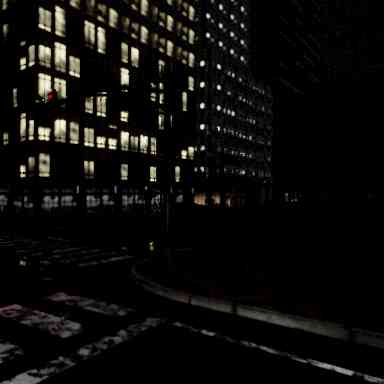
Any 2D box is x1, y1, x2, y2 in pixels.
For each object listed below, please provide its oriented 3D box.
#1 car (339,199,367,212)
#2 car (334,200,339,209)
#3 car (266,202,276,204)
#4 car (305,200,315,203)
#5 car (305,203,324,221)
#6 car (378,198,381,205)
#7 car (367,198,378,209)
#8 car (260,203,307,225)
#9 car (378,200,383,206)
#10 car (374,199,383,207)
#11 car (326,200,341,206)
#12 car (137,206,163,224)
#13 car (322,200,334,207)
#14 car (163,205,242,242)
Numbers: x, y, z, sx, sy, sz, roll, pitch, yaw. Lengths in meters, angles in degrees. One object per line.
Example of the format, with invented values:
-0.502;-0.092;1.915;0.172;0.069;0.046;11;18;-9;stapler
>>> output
24.529;1.997;50.489;2.192;1.841;5.009;0;-1;37;car
26.756;2.208;57.813;1.882;1.535;5.008;0;0;37;car
11.065;2.111;46.428;1.947;1.339;4.313;0;-1;37;car
21.058;2.214;59.862;1.752;1.417;4.829;0;-1;37;car
11.063;2.068;32.385;1.802;1.307;4.206;0;-1;37;car
34.628;2.369;64.063;1.887;1.381;4.507;0;-1;37;car
31.261;2.092;59.540;2.192;1.841;5.009;0;-1;37;car
7.798;1.963;27.996;1.752;1.417;4.829;0;-1;37;car
44.727;2.547;77.639;1.802;1.307;4.206;0;-1;37;car
41.360;2.359;73.115;1.967;1.590;4.097;0;-1;37;car
31.254;2.383;73.570;2.008;1.369;4.403;0;-1;37;car
-2.498;1.870;28.197;1.752;1.417;4.829;0;-1;37;car
27.890;2.367;69.045;1.802;1.307;4.206;0;-1;37;car
0.964;1.650;18.811;2.192;1.841;5.009;0;-1;37;car
